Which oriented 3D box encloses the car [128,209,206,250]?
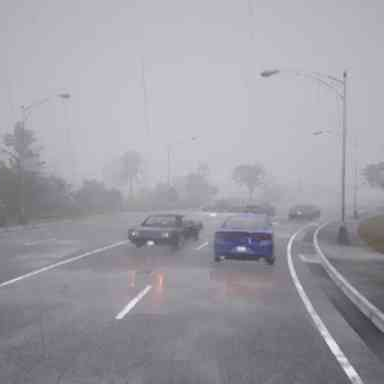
[{"bbox_3d":[-0.912,1.611,14.510,1.895,1.301,4.718,1,0,16],"label":"car"}]

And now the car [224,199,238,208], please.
[{"bbox_3d":[5.670,1.626,35.939,1.994,1.385,4.181,1,0,35],"label":"car"}]

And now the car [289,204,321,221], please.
[{"bbox_3d":[9.975,1.720,29.297,1.994,1.385,4.181,1,0,32],"label":"car"}]

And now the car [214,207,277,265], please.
[{"bbox_3d":[2.033,1.519,12.095,1.882,1.535,5.008,0,0,14],"label":"car"}]

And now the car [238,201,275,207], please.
[{"bbox_3d":[6.113,1.595,29.739,1.837,1.490,4.892,1,0,31],"label":"car"}]

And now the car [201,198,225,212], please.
[{"bbox_3d":[2.894,1.511,38.075,1.837,1.490,4.892,1,0,35],"label":"car"}]
